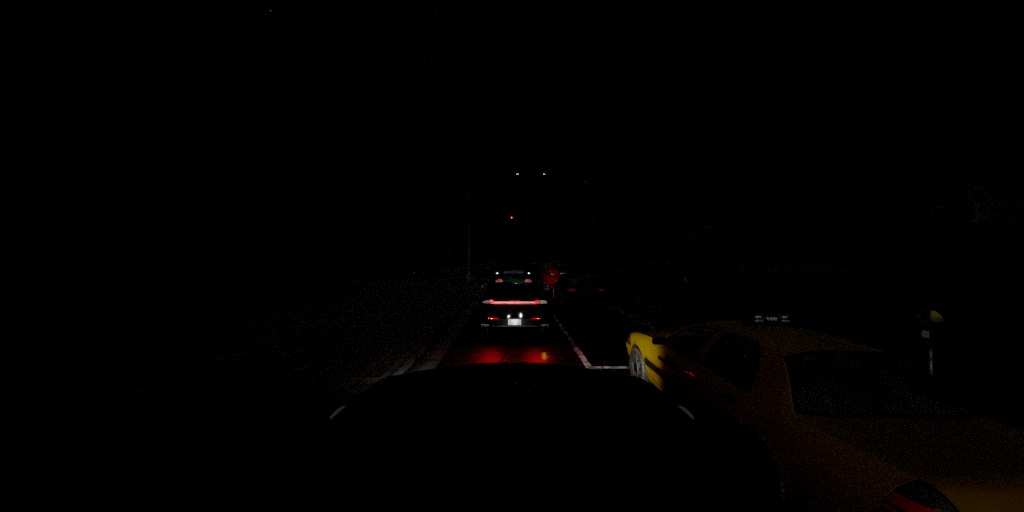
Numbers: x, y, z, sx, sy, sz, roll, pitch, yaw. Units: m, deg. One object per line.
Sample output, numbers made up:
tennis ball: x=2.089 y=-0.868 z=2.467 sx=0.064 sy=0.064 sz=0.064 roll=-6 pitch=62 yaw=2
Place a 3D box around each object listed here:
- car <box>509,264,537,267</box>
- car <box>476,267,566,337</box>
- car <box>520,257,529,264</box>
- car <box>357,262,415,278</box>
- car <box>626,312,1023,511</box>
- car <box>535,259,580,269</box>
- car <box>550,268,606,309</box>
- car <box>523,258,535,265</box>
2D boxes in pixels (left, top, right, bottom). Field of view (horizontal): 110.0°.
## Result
car: x=0.066 y=1.325 z=19.261 sx=1.994 sy=1.385 sz=4.181 roll=0 pitch=0 yaw=-1
car: x=0.083 y=1.244 z=10.316 sx=2.128 sy=1.511 sz=4.902 roll=0 pitch=0 yaw=1
car: x=2.770 y=1.403 z=62.881 sx=1.888 sy=1.381 sz=4.507 roll=0 pitch=0 yaw=0
car: x=-11.124 y=1.235 z=31.746 sx=4.902 sy=1.511 sz=2.128 roll=0 pitch=-1 yaw=0
car: x=2.643 y=1.276 z=3.963 sx=1.751 sy=1.417 sz=4.829 roll=0 pitch=0 yaw=0
car: x=2.678 y=1.076 z=20.140 sx=2.192 sy=1.841 sz=5.009 roll=0 pitch=0 yaw=0
car: x=2.666 y=1.338 z=14.691 sx=1.802 sy=1.307 sz=4.207 roll=0 pitch=0 yaw=0
car: x=2.735 y=1.356 z=46.569 sx=1.888 sy=1.381 sz=4.507 roll=0 pitch=0 yaw=0
